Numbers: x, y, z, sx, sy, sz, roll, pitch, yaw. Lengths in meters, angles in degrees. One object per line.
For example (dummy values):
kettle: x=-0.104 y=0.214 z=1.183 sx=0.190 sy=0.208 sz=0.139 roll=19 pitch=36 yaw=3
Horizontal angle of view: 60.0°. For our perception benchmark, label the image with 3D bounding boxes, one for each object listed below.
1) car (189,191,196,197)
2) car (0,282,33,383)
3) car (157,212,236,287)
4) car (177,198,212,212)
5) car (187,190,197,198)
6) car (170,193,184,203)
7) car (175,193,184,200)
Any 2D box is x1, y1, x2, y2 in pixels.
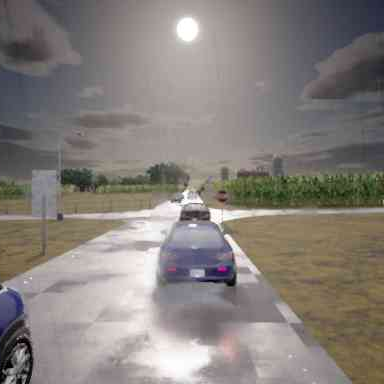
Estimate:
car: x=0.084 y=0.588 z=88.964 sx=1.812 sy=1.442 sz=4.674 roll=0 pitch=1 yaw=0
car: x=-2.844 y=1.347 z=1.840 sx=2.097 sy=1.767 sz=4.553 roll=0 pitch=0 yaw=0
car: x=0.091 y=1.502 z=9.116 sx=1.812 sy=1.442 sz=4.674 roll=0 pitch=0 yaw=0
car: x=0.260 y=1.421 z=21.494 sx=1.882 sy=1.535 sz=5.008 roll=0 pitch=0 yaw=2
car: x=0.074 y=0.606 z=78.572 sx=2.150 sy=2.045 sz=5.566 roll=0 pitch=1 yaw=0
car: x=-2.761 y=1.152 z=57.969 sx=1.837 sy=1.490 sz=4.892 roll=0 pitch=0 yaw=0
car: x=-2.681 y=0.941 z=73.190 sx=1.882 sy=1.535 sz=5.008 roll=0 pitch=1 yaw=0
